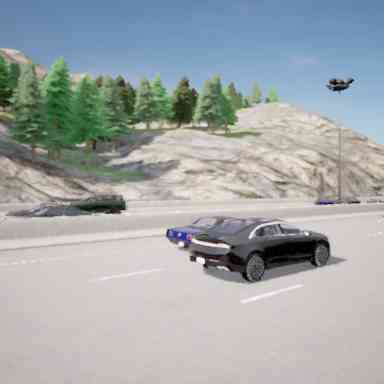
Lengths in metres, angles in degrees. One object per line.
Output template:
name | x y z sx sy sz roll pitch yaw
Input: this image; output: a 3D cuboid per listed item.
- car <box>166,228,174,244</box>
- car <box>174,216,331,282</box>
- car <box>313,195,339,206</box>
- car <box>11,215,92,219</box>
car | 1.380 1.623 13.585 4.718 1.301 1.895 0 0 -37
car | 2.164 1.507 9.820 4.902 1.511 2.128 0 0 -37
car | 22.682 1.425 56.236 4.553 1.767 2.097 0 0 -37
car | -8.260 1.569 19.711 4.674 1.442 1.812 0 0 -37
